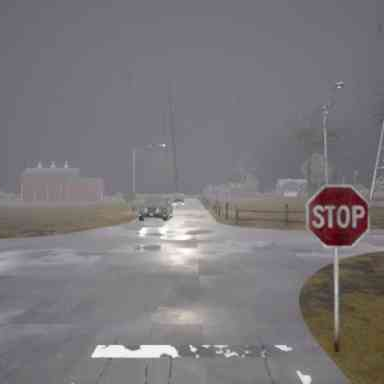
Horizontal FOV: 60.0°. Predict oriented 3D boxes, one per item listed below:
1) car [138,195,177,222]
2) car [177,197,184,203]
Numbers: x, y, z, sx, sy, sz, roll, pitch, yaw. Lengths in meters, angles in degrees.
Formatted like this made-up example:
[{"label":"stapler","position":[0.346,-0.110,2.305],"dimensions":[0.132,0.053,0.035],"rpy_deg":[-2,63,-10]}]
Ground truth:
[{"label":"car","position":[-2.797,1.262,26.921],"dimensions":[2.150,2.045,5.566],"rpy_deg":[1,0,3]},{"label":"car","position":[-2.738,1.644,70.673],"dimensions":[1.895,1.301,4.718],"rpy_deg":[0,0,0]}]
